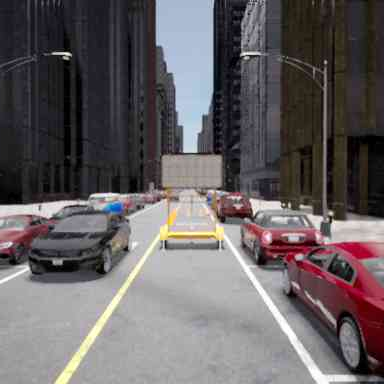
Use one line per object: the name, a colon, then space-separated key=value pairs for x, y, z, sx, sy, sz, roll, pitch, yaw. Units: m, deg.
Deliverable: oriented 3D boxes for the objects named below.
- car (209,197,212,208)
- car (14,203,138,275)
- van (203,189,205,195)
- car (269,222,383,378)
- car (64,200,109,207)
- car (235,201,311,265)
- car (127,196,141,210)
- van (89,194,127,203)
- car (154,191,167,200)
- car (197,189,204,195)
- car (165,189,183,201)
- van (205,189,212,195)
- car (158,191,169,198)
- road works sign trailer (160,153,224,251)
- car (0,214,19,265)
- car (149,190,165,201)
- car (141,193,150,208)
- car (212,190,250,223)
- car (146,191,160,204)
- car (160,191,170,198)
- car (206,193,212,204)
car: x=2.752 y=1.145 z=27.824 sx=1.947 sy=1.339 sz=4.313 roll=0 pitch=1 yaw=0
car: x=-3.105 y=1.322 z=10.179 sx=1.882 sy=1.535 sz=5.008 roll=0 pitch=1 yaw=0
van: x=2.745 y=0.669 z=44.675 sx=1.690 sy=1.788 sz=3.998 roll=0 pitch=1 yaw=0
car: x=2.761 y=1.462 z=5.351 sx=1.887 sy=1.381 sz=4.507 roll=0 pitch=1 yaw=0
car: x=-5.769 y=1.314 z=16.569 sx=1.947 sy=1.339 sz=4.313 roll=0 pitch=1 yaw=0
car: x=2.758 y=1.272 z=10.967 sx=1.967 sy=1.590 sz=4.097 roll=0 pitch=1 yaw=0
car: x=-5.773 y=1.124 z=27.803 sx=1.887 sy=1.381 sz=4.507 roll=0 pitch=1 yaw=0
van: x=-5.771 y=1.004 z=22.183 sx=1.690 sy=1.788 sz=3.998 roll=0 pitch=1 yaw=0
car: x=-5.787 y=0.624 z=61.510 sx=1.887 sy=1.381 sz=4.507 roll=0 pitch=1 yaw=0
car: x=2.733 y=0.229 z=72.765 sx=2.192 sy=1.841 sz=5.009 roll=0 pitch=1 yaw=0
car: x=-3.022 y=0.722 z=55.869 sx=2.033 sy=1.411 sz=5.357 roll=0 pitch=1 yaw=0
van: x=2.747 y=0.752 z=39.057 sx=1.690 sy=1.788 sz=3.998 roll=0 pitch=1 yaw=0
car: x=-5.789 y=0.578 z=67.128 sx=1.802 sy=1.307 sz=4.206 roll=0 pitch=1 yaw=0
road works sign trailer: x=-0.005 y=0.266 z=13.012 sx=2.380 sy=3.560 sz=2.880 roll=0 pitch=1 yaw=0
car: x=-5.767 y=1.414 z=10.951 sx=1.802 sy=1.307 sz=4.206 roll=0 pitch=1 yaw=0
car: x=-5.783 y=0.560 z=50.271 sx=2.192 sy=1.841 sz=5.009 roll=0 pitch=1 yaw=0
car: x=-5.776 y=1.061 z=33.422 sx=1.947 sy=1.339 sz=4.313 roll=0 pitch=1 yaw=0
car: x=2.754 y=0.978 z=22.202 sx=2.192 sy=1.841 sz=5.009 roll=0 pitch=1 yaw=0
car: x=-5.780 y=0.910 z=44.657 sx=1.802 sy=1.307 sz=4.206 roll=0 pitch=1 yaw=0
car: x=-5.792 y=0.496 z=72.746 sx=1.802 sy=1.307 sz=4.206 roll=0 pitch=1 yaw=0
car: x=2.749 y=1.046 z=33.442 sx=2.008 sy=1.369 sz=4.403 roll=0 pitch=1 yaw=0
